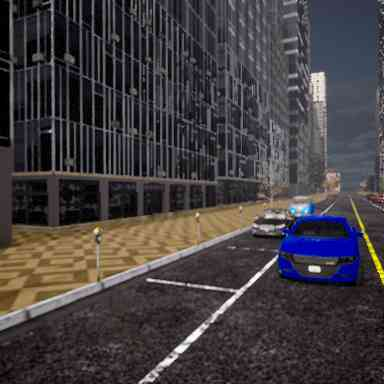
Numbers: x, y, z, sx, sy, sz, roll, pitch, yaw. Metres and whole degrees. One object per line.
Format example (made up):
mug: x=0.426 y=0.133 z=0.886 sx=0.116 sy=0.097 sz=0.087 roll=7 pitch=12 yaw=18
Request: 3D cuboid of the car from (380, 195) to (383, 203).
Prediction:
car: x=23.985 y=1.247 z=39.466 sx=1.967 sy=1.590 sz=4.097 roll=0 pitch=0 yaw=25

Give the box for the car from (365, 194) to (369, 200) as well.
car: x=40.847 y=1.168 z=75.569 sx=1.947 sy=1.339 sz=4.313 roll=0 pitch=0 yaw=25

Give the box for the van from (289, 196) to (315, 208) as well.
van: x=9.167 y=1.257 z=27.543 sx=1.690 sy=1.788 sz=3.998 roll=0 pitch=0 yaw=25

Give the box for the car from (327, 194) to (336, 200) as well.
car: x=33.258 y=1.215 z=79.123 sx=1.802 sy=1.307 sz=4.206 roll=0 pitch=0 yaw=25

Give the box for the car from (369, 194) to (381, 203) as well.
car: x=33.621 y=1.241 z=60.097 sx=1.887 sy=1.381 sz=4.507 roll=0 pitch=0 yaw=25

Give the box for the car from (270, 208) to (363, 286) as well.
car: x=3.818 y=1.450 z=9.729 sx=1.882 sy=1.535 sz=5.008 roll=0 pitch=0 yaw=25

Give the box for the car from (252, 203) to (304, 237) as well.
car: x=4.350 y=1.510 z=17.228 sx=2.008 sy=1.369 sz=4.403 roll=0 pitch=0 yaw=25

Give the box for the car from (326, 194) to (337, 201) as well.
car: x=30.848 y=1.210 z=73.964 sx=1.887 sy=1.381 sz=4.507 roll=0 pitch=0 yaw=25
